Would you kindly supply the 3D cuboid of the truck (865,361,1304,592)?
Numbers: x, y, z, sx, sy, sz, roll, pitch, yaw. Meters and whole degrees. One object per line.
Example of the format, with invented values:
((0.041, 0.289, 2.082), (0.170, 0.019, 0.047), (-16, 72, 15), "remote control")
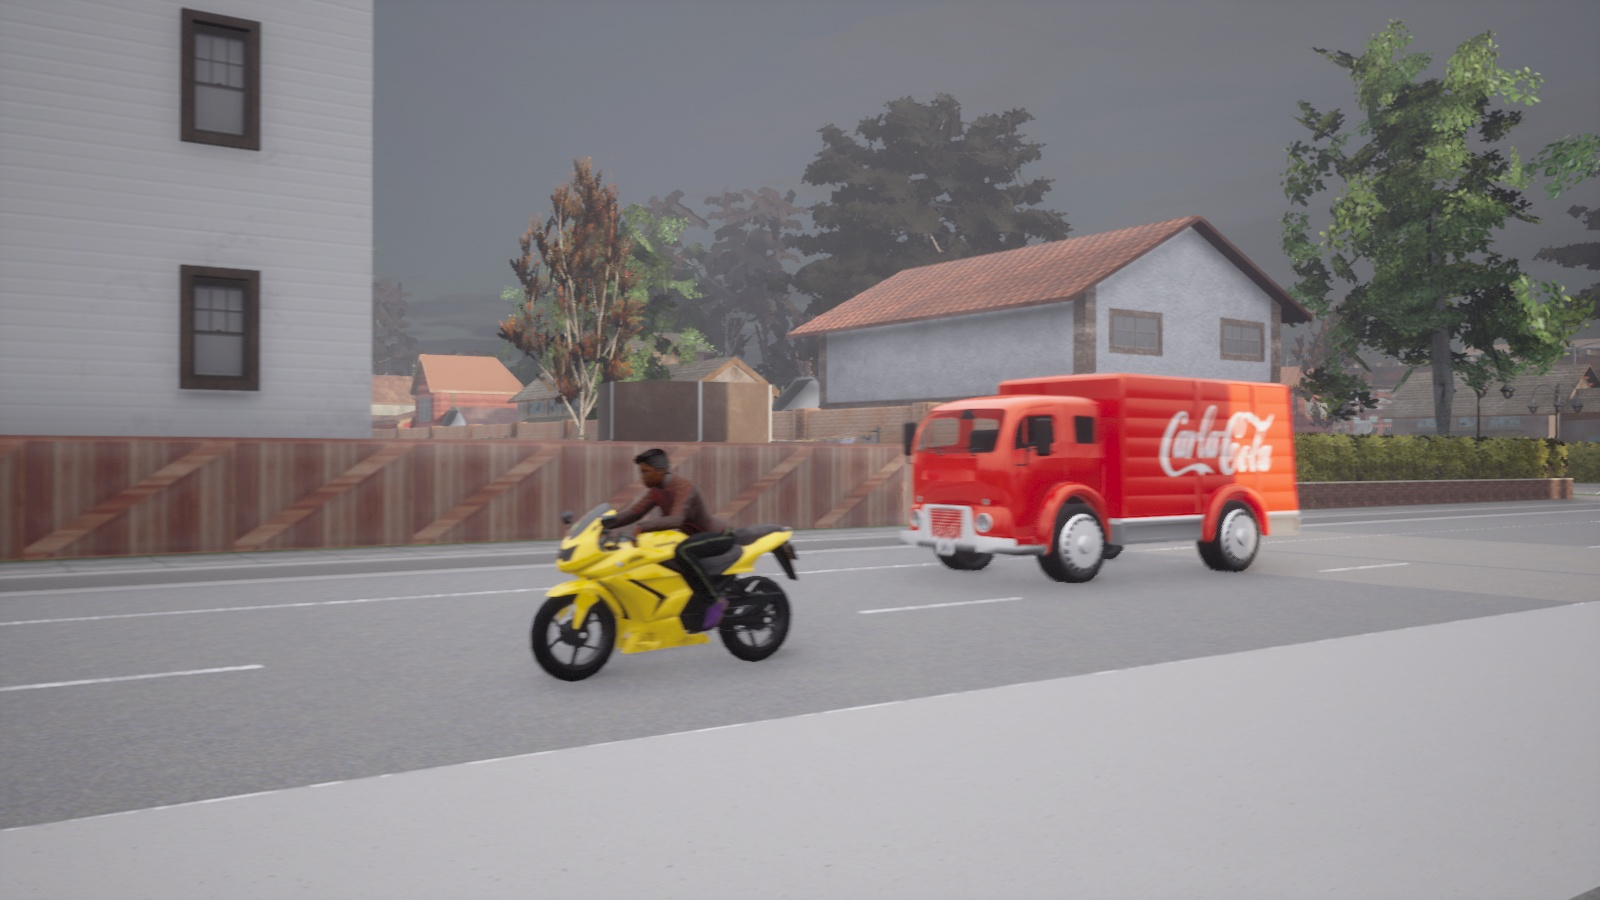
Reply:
((3.692, 0.290, 15.978), (5.204, 2.467, 2.627), (0, 0, -35), "truck")

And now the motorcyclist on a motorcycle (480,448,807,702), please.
((-1.016, 0.750, 8.434), (2.044, 1.523, 0.797), (0, 0, -35), "motorcyclist on a motorcycle")
